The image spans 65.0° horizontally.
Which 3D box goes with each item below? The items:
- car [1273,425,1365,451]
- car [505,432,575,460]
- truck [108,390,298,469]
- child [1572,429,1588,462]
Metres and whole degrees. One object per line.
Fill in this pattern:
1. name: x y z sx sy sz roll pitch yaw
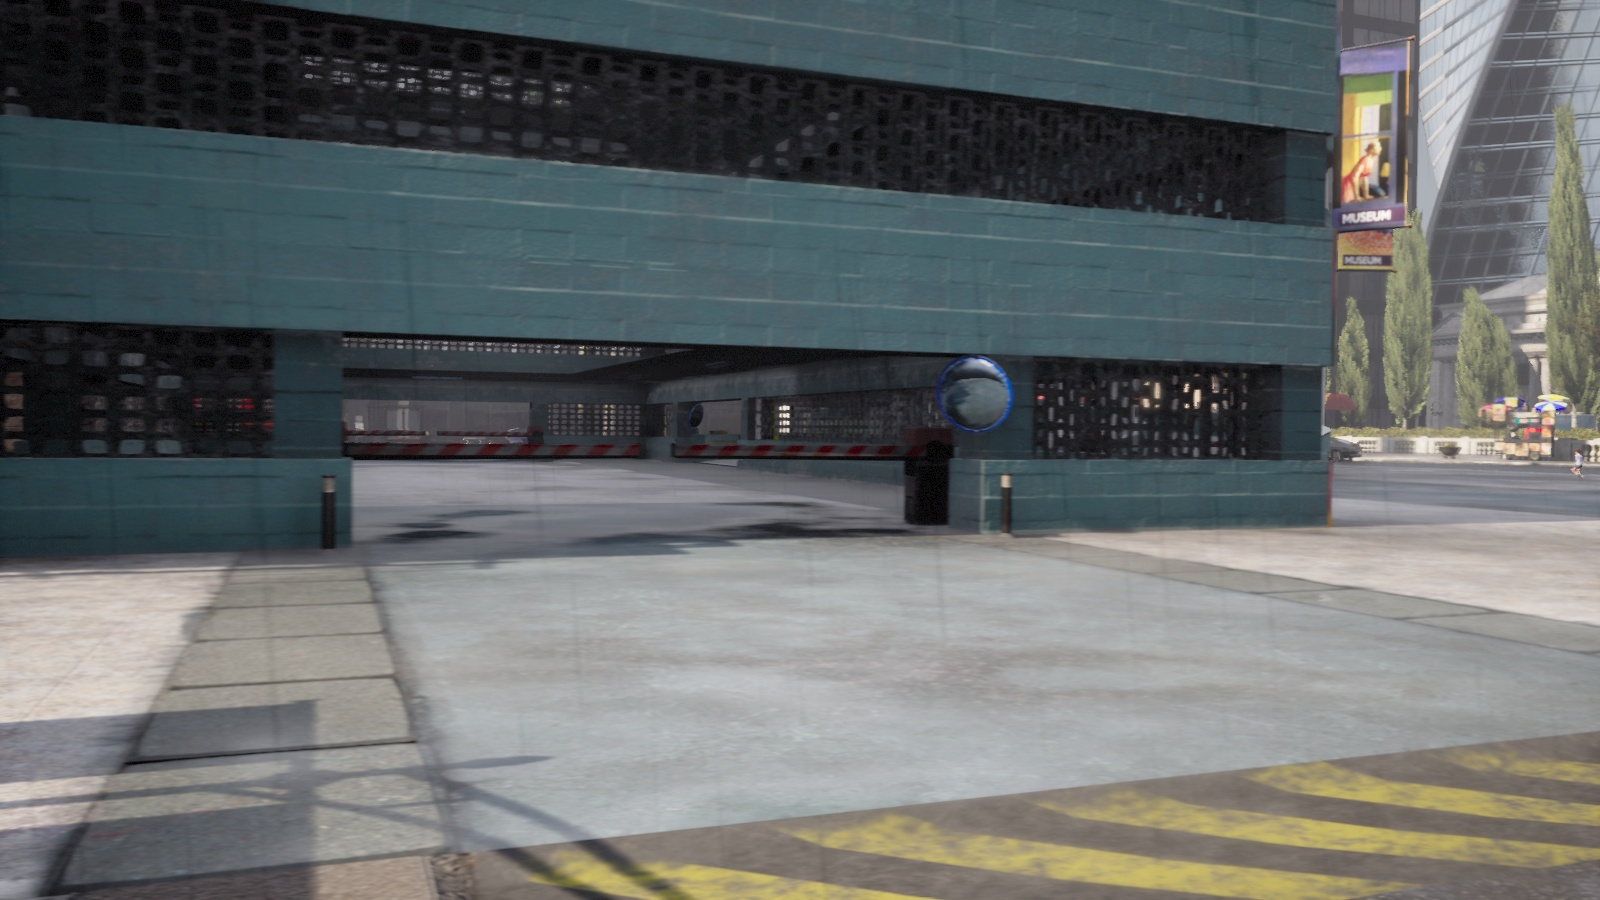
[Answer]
1. car: 30.397 -0.702 73.621 4.674 1.442 1.812 0 1 41
2. car: -15.146 -0.250 73.185 3.705 1.549 1.789 -1 1 -21
3. truck: -30.074 -1.078 63.706 8.468 3.827 2.891 -1 1 -21
4. child: 26.415 -0.143 42.541 0.255 1.110 0.394 -1 1 -23
